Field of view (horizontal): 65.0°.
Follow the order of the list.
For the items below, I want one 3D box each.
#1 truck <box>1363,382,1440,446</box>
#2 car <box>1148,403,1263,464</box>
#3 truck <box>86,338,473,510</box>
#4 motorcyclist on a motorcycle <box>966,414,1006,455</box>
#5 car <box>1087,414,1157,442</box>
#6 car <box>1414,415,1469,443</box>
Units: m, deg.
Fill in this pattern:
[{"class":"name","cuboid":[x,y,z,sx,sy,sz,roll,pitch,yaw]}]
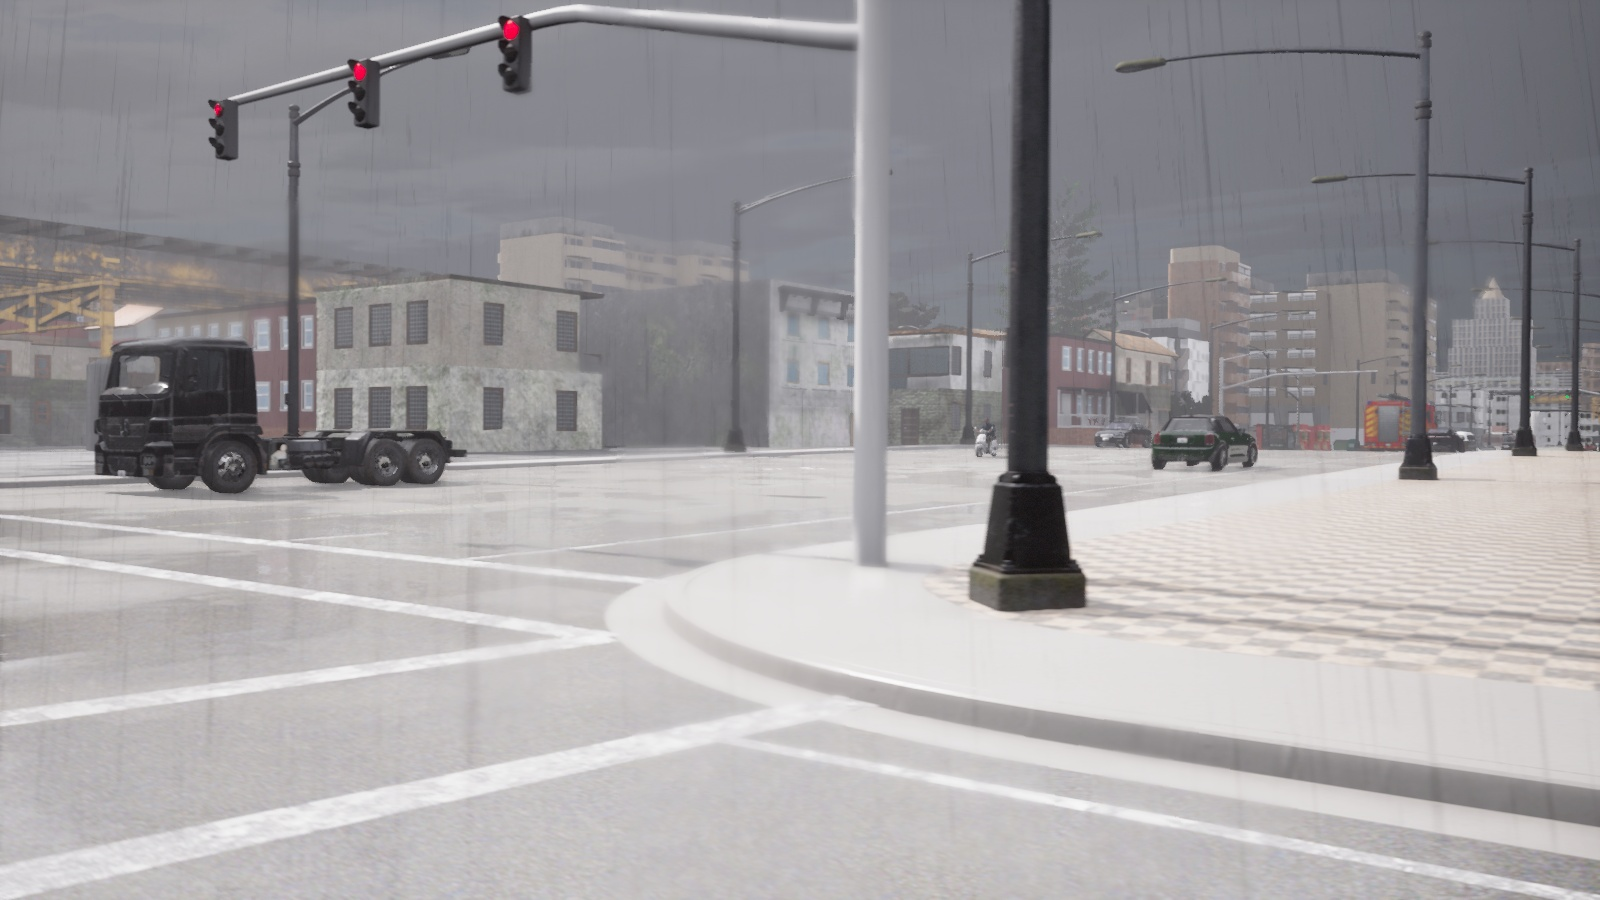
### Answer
[{"class":"truck","cuboid":[39.023,-2.240,81.309,2.891,3.827,8.468,0,-1,37]},{"class":"car","cuboid":[12.731,-0.542,39.264,2.097,1.767,4.553,0,2,36]},{"class":"truck","cuboid":[-11.800,-0.638,29.367,2.891,3.462,7.936,0,2,36]},{"class":"motorcyclist on a motorcycle","cuboid":[7.411,-0.625,49.925,0.866,1.590,1.817,0,2,34]},{"class":"car","cuboid":[18.077,-1.208,70.380,2.128,1.511,4.902,0,1,36]},{"class":"car","cuboid":[37.422,-1.212,73.159,2.128,1.511,4.902,0,-1,36]}]
